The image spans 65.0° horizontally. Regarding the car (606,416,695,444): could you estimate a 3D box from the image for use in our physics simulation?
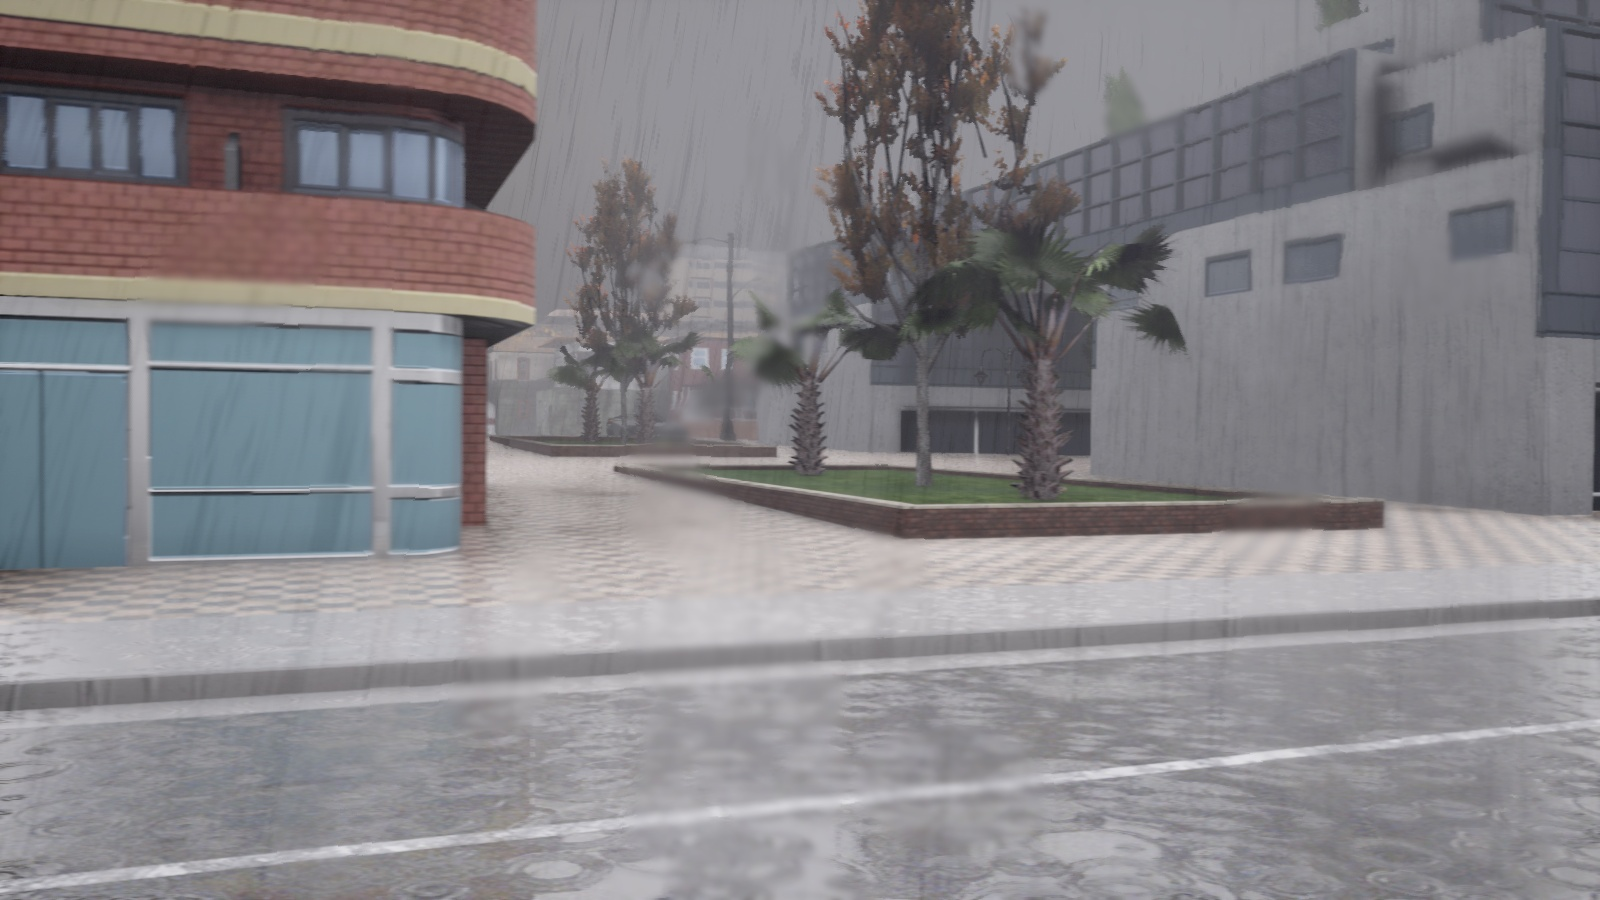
[{"bbox_3d":[-8.201,-1.087,68.827,4.514,1.525,2.007,0,1,-21],"label":"car"}]
